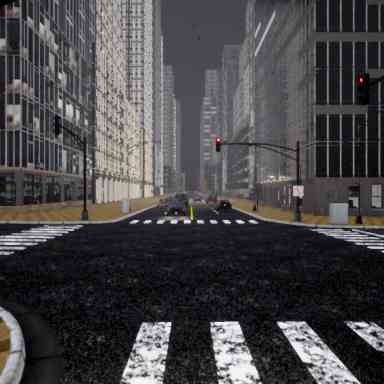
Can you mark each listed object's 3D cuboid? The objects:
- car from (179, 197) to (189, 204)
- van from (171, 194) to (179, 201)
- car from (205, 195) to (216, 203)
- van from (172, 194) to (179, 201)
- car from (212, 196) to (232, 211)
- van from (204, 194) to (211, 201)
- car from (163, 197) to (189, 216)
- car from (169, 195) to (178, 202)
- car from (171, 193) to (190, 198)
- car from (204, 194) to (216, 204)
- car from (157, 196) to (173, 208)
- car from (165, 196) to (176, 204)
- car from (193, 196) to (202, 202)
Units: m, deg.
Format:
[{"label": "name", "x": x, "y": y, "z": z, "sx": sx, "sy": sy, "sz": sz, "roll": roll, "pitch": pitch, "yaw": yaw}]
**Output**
[{"label": "car", "x": -1.537, "y": 1.595, "z": 66.782, "sx": 1.895, "sy": 1.301, "sz": 4.718, "roll": 0, "pitch": 0, "yaw": 0}, {"label": "van", "x": -4.151, "y": 1.320, "z": 80.404, "sx": 1.690, "sy": 1.788, "sz": 3.998, "roll": 0, "pitch": 0, "yaw": 0}, {"label": "car", "x": 3.774, "y": 1.431, "z": 69.381, "sx": 1.967, "sy": 1.590, "sz": 4.097, "roll": 0, "pitch": 0, "yaw": 0}, {"label": "van", "x": -4.173, "y": 1.314, "z": 85.932, "sx": 1.690, "sy": 1.788, "sz": 3.998, "roll": 0, "pitch": 0, "yaw": 0}, {"label": "car", "x": 3.935, "y": 1.578, "z": 41.744, "sx": 1.947, "sy": 1.339, "sz": 4.313, "roll": 0, "pitch": 0, "yaw": 0}, {"label": "van", "x": 3.729, "y": 1.320, "z": 80.436, "sx": 1.690, "sy": 1.788, "sz": 3.998, "roll": 0, "pitch": 0, "yaw": 0}, {"label": "car", "x": -1.498, "y": 1.564, "z": 33.511, "sx": 2.033, "sy": 1.411, "sz": 5.357, "roll": 0, "pitch": 0, "yaw": -1}, {"label": "car", "x": -4.128, "y": 1.425, "z": 74.877, "sx": 1.967, "sy": 1.590, "sz": 4.097, "roll": 0, "pitch": 0, "yaw": 0}, {"label": "car", "x": -1.548, "y": 1.233, "z": 47.528, "sx": 2.150, "sy": 2.045, "sz": 5.566, "roll": 0, "pitch": 0, "yaw": 0}, {"label": "car", "x": 3.797, "y": 1.312, "z": 63.853, "sx": 2.192, "sy": 1.841, "sz": 5.009, "roll": 0, "pitch": 0, "yaw": 0}, {"label": "car", "x": -4.017, "y": 1.592, "z": 47.239, "sx": 1.802, "sy": 1.307, "sz": 4.206, "roll": 0, "pitch": 0, "yaw": 0}, {"label": "car", "x": -4.084, "y": 1.563, "z": 63.821, "sx": 1.947, "sy": 1.339, "sz": 4.313, "roll": 0, "pitch": 0, "yaw": 0}, {"label": "car", "x": 1.207, "y": 1.528, "z": 72.857, "sx": 2.033, "sy": 1.411, "sz": 5.357, "roll": 0, "pitch": 0, "yaw": 0}]
